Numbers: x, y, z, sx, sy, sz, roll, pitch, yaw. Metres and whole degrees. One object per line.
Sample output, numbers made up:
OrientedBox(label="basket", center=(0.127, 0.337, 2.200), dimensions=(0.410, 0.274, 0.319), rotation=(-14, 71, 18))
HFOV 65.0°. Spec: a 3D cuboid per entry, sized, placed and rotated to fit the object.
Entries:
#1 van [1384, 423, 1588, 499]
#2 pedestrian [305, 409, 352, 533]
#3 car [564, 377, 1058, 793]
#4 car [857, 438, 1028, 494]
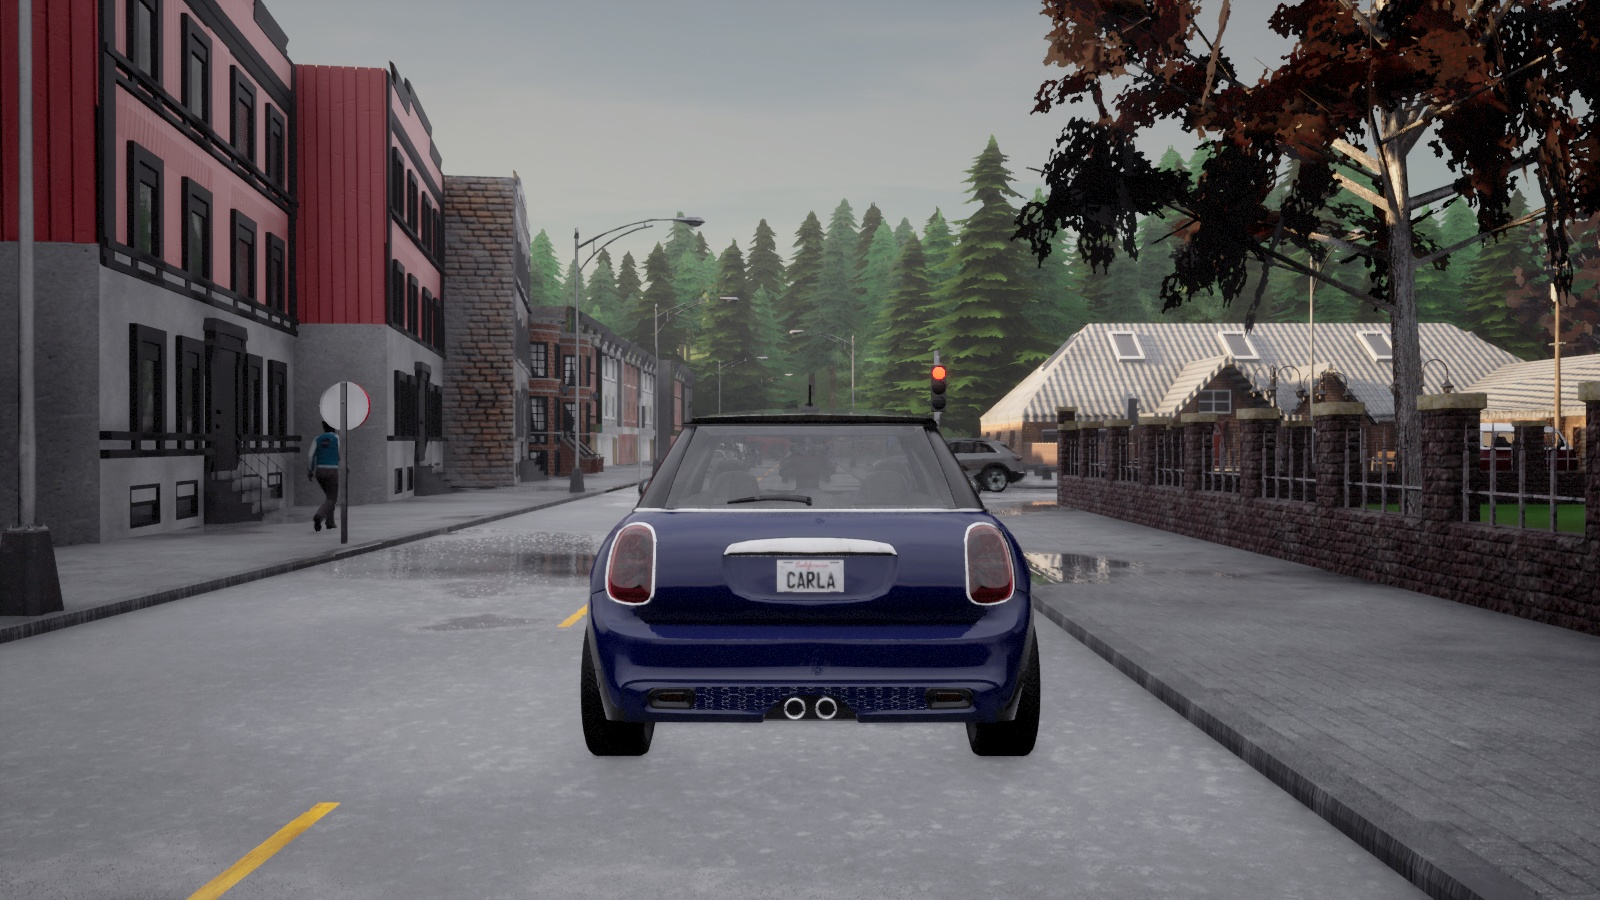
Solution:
OrientedBox(label="van", center=(18.721, 0.291, 34.419), dimensions=(4.480, 2.038, 2.069), rotation=(0, 0, -1))
OrientedBox(label="pedestrian", center=(-7.484, 0.331, 19.938), dimensions=(0.396, 1.930, 0.692), rotation=(0, 0, 9))
OrientedBox(label="car", center=(0.057, 0.562, 7.614), dimensions=(2.097, 1.767, 4.553), rotation=(0, 0, 0))
OrientedBox(label="car", center=(4.303, 0.464, 38.281), dimensions=(4.856, 1.649, 2.033), rotation=(0, 0, -6))
